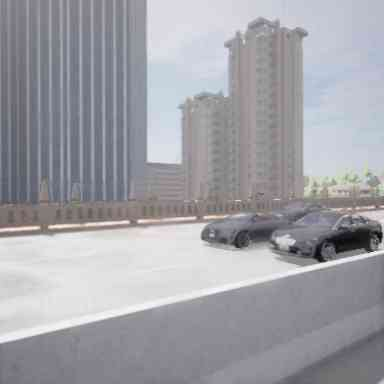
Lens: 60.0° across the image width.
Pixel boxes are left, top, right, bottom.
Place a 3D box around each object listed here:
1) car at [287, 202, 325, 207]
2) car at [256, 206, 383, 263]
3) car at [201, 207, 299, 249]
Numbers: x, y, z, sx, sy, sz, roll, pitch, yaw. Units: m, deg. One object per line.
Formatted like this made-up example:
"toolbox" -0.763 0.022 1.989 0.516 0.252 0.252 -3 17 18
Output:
"car" 7.342 1.410 22.124 4.902 1.511 2.128 0 0 -35
"car" 4.844 1.444 11.746 4.902 1.511 2.128 0 0 -35
"car" 2.423 1.518 14.317 4.181 1.385 1.994 0 0 -35
